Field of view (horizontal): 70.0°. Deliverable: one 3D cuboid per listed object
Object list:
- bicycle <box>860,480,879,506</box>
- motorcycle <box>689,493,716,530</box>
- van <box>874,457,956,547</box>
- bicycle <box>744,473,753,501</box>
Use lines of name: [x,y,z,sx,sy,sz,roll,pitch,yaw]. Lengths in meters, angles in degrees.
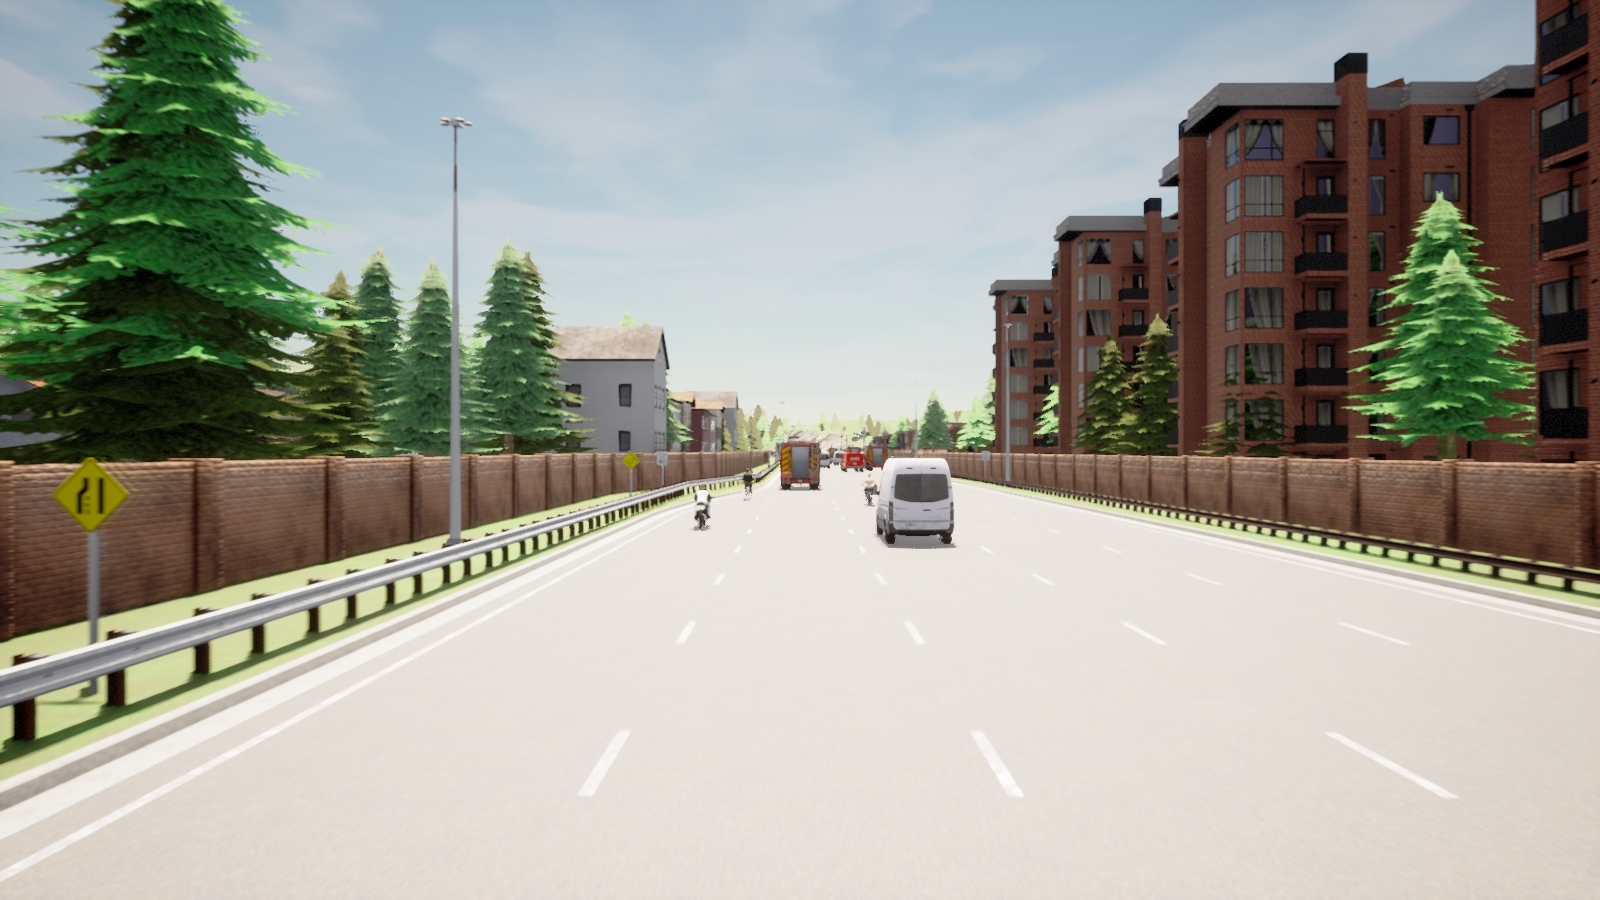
bicycle: [3.508,2.158,57.754,0.859,1.277,1.487,0,0,0]
motorcycle: [-3.494,2.186,41.057,0.803,1.199,2.033,0,0,0]
van: [3.514,1.534,35.962,1.988,2.561,5.915,0,0,0]
bicycle: [-2.888,2.060,64.042,0.329,1.471,1.835,0,0,3]
